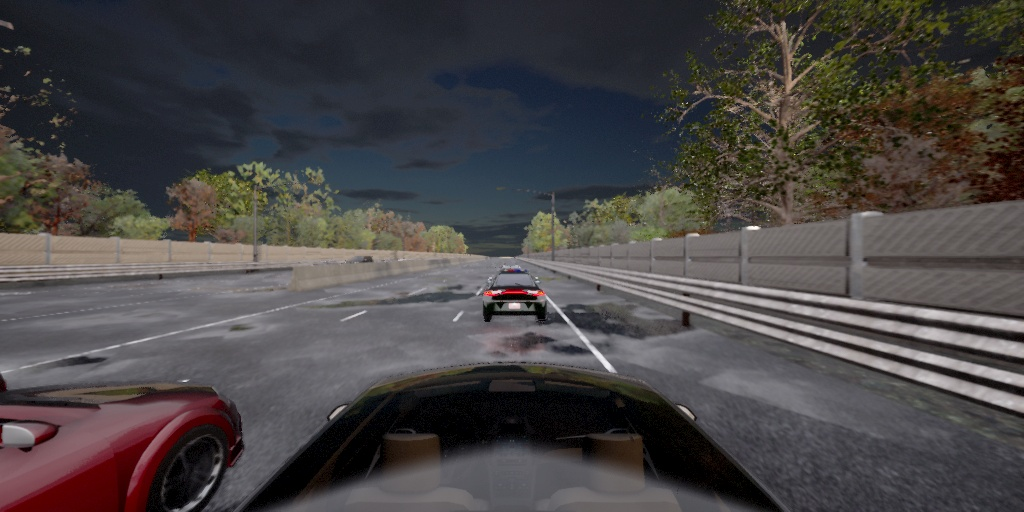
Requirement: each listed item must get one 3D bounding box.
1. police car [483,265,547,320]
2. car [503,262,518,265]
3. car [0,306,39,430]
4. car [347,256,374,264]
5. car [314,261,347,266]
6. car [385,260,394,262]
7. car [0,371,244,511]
[{"bbox_3d":[0.065,1.257,12.700,2.038,1.542,4.974,0,0,0],"label":"police car"},{"bbox_3d":[-0.176,1.360,44.451,1.895,1.301,4.718,0,0,0],"label":"car"},{"bbox_3d":[-6.907,1.315,2.389,1.994,1.385,4.181,0,0,0],"label":"car"},{"bbox_3d":[-21.387,0.982,50.623,2.150,2.045,5.566,0,0,0],"label":"car"},{"bbox_3d":[-24.875,1.362,48.787,1.895,1.301,4.718,0,0,0],"label":"car"},{"bbox_3d":[-17.903,1.325,52.552,1.994,1.385,4.181,0,0,0],"label":"car"},{"bbox_3d":[-3.406,1.314,1.490,1.994,1.385,4.181,0,0,0],"label":"car"}]
